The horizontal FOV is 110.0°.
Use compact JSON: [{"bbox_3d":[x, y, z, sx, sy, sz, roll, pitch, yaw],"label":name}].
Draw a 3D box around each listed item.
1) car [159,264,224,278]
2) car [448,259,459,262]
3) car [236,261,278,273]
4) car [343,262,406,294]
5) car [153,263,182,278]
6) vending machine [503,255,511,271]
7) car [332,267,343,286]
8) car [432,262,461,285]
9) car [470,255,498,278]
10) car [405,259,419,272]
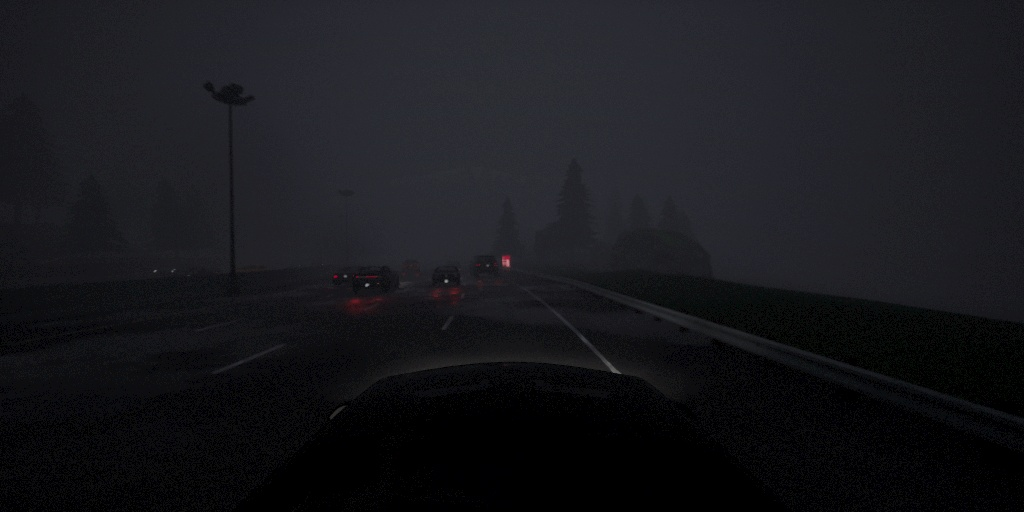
[{"bbox_3d":[-27.602,1.659,31.091,1.994,1.385,4.181,-1,0,-11],"label":"car"},{"bbox_3d":[-9.612,1.282,58.273,1.812,1.442,4.674,0,0,-21],"label":"car"},{"bbox_3d":[-24.683,1.521,34.166,1.882,1.535,5.008,-1,0,-13],"label":"car"},{"bbox_3d":[-7.921,1.313,21.173,2.128,1.511,4.902,-1,0,-8],"label":"car"},{"bbox_3d":[-36.846,1.566,39.362,2.097,1.767,4.553,-1,0,-16],"label":"car"},{"bbox_3d":[-0.654,0.847,45.944,1.100,2.100,0.880,0,0,-15],"label":"vending machine"},{"bbox_3d":[-11.712,1.413,26.521,2.033,1.411,5.357,-1,0,-12],"label":"car"},{"bbox_3d":[-4.742,1.363,26.085,1.895,1.301,4.718,-1,0,-9],"label":"car"},{"bbox_3d":[-2.745,0.933,34.288,2.150,2.045,5.566,0,0,-13],"label":"car"},{"bbox_3d":[-13.487,1.193,47.696,2.097,1.767,4.553,-1,0,-17],"label":"car"}]
